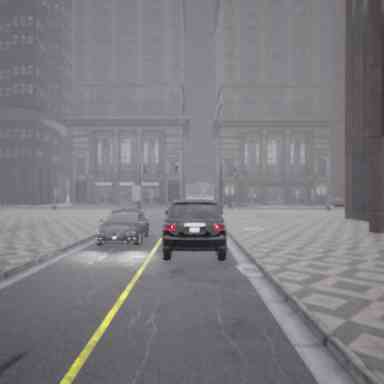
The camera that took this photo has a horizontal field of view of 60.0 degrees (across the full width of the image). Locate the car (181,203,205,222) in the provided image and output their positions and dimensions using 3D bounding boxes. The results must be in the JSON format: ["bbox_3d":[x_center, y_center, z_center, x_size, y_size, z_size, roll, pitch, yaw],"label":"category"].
[{"bbox_3d":[0.094,1.739,29.066,1.994,1.385,4.181,0,0,0],"label":"car"}]

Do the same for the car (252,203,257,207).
[{"bbox_3d":[7.164,1.709,47.791,4.181,1.385,1.994,0,0,0],"label":"car"}]

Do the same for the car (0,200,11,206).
[{"bbox_3d":[-28.546,1.592,47.846,4.674,1.442,1.812,0,0,0],"label":"car"}]

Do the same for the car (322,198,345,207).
[{"bbox_3d":[21.136,1.565,47.769,4.553,1.767,2.097,0,0,0],"label":"car"}]

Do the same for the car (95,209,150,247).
[{"bbox_3d":[-3.101,1.596,15.695,1.837,1.490,4.892,0,0,0],"label":"car"}]

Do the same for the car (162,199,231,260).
[{"bbox_3d":[0.093,1.292,12.903,2.150,2.045,5.566,0,-1,0],"label":"car"}]
